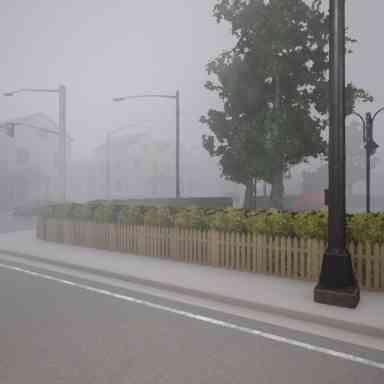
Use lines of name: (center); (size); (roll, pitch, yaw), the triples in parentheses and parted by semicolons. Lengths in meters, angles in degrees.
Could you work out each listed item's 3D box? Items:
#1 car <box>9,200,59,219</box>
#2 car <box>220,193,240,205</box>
car: (-13.428, 1.491, 29.345); (2.128, 1.511, 4.902); (0, 0, 35)
car: (6.370, 1.206, 57.645); (2.150, 2.045, 5.566); (0, 0, 35)
